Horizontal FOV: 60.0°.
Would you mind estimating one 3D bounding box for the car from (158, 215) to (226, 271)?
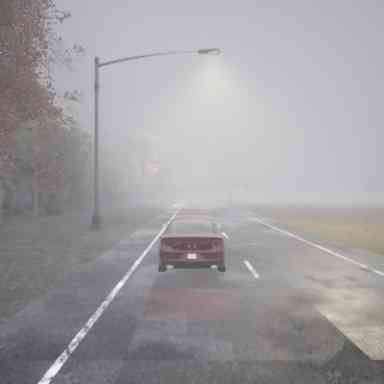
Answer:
[{"bbox_3d":[0.001,1.498,10.983,1.882,1.535,5.008,0,0,0],"label":"car"}]
